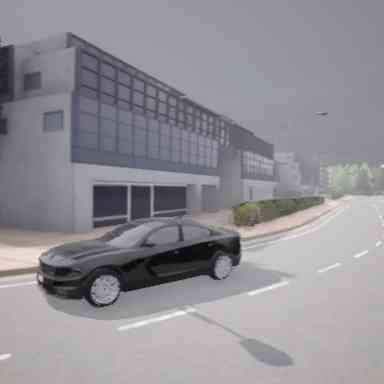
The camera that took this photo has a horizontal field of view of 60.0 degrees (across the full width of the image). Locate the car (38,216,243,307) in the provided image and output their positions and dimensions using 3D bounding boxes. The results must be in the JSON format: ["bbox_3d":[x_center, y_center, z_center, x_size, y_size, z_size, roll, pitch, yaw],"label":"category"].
[{"bbox_3d":[-0.939,1.372,7.911,5.008,1.535,1.882,0,1,-39],"label":"car"}]
